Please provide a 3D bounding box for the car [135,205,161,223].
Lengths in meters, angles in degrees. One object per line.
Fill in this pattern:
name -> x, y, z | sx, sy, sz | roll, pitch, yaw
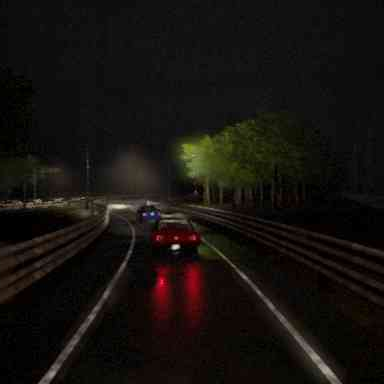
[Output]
car -> -3.916, 1.904, 29.613 | 2.033, 1.411, 5.357 | 0, -1, -15

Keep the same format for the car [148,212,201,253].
car -> -0.874, 1.767, 14.551 | 1.895, 1.301, 4.718 | 0, -1, -7
